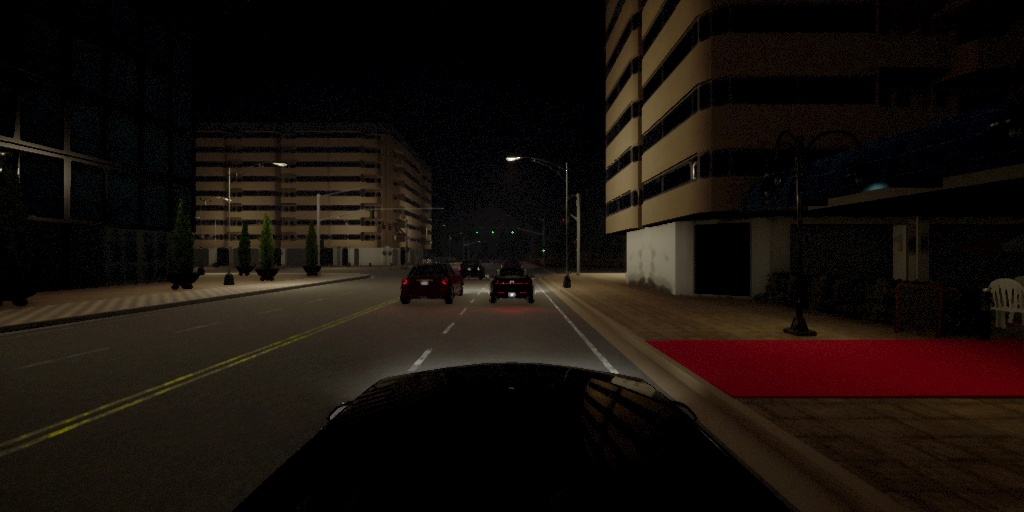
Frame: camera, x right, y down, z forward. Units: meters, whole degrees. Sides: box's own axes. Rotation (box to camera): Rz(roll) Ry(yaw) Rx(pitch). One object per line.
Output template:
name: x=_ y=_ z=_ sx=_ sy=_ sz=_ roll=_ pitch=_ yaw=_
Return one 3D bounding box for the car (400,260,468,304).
car: x=-3.500 y=1.114 z=16.470 sx=2.097 sy=1.767 sz=4.553 roll=0 pitch=0 yaw=0

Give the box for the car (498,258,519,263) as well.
car: x=0.000 y=1.233 z=31.500 sx=1.882 sy=1.535 sz=5.008 roll=0 pitch=0 yaw=0

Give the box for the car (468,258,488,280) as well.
car: x=-3.500 y=1.114 z=31.470 sx=2.097 sy=1.767 sz=4.553 roll=0 pitch=0 yaw=0

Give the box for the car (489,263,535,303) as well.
car: x=0.000 y=1.264 z=16.500 sx=1.837 sy=1.490 sz=4.892 roll=0 pitch=0 yaw=0
